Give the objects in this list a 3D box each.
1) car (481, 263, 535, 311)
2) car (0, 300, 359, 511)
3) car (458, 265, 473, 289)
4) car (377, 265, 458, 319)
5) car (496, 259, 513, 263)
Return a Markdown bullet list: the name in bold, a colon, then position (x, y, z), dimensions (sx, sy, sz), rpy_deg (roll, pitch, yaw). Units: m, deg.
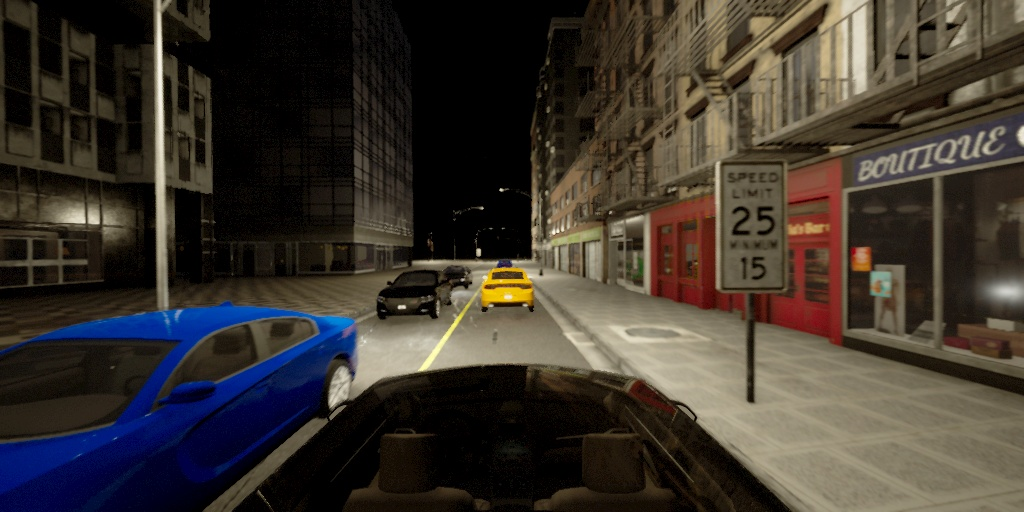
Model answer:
- **car**: position (-0.181, 1.217, 14.458), dimensions (1.882, 1.535, 5.008), rpy_deg (0, 0, -1)
- **car**: position (-3.091, 1.254, 3.076), dimensions (1.882, 1.535, 5.008), rpy_deg (-1, 0, 0)
- **car**: position (-3.571, 1.300, 23.444), dimensions (2.033, 1.411, 5.357), rpy_deg (-1, 0, -1)
- **car**: position (-3.334, 1.246, 13.123), dimensions (1.882, 1.535, 5.008), rpy_deg (-1, 0, -2)
- **car**: position (-0.873, 1.136, 43.927), dimensions (1.882, 1.535, 5.008), rpy_deg (-1, 0, -1)
